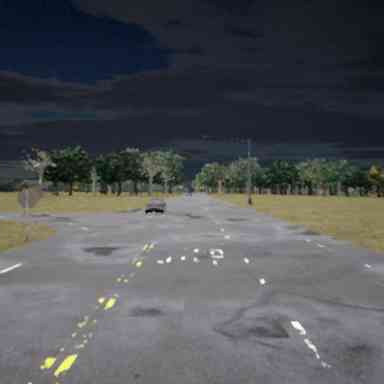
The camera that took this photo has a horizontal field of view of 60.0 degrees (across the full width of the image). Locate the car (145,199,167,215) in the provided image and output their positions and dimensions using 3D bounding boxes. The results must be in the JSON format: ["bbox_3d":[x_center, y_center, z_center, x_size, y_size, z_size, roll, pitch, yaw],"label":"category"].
[{"bbox_3d":[-3.481,1.424,33.059,2.033,1.411,5.357,0,1,0],"label":"car"}]
